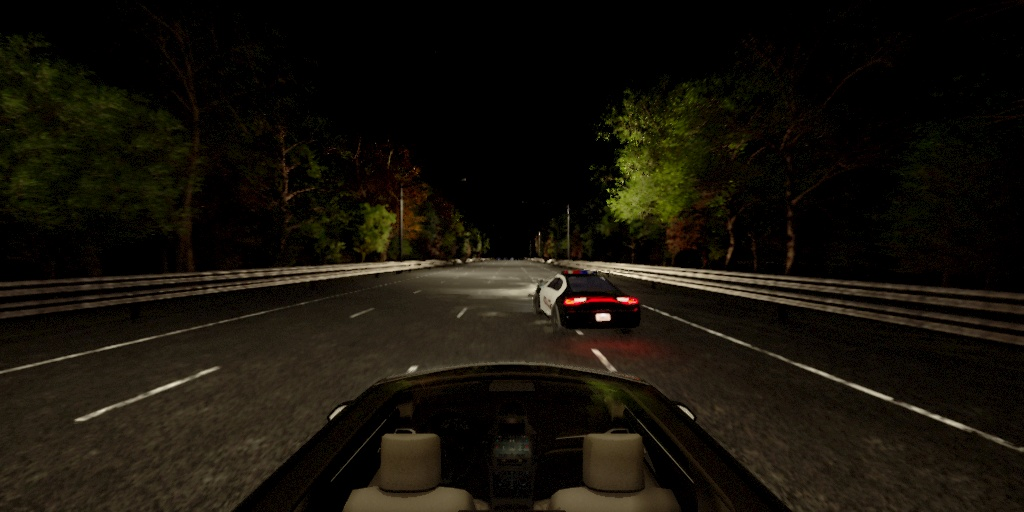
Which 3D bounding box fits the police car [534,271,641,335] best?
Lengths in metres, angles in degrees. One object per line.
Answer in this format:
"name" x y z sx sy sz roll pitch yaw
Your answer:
"police car" 1.896 1.221 10.680 2.038 1.542 4.974 0 0 -5
